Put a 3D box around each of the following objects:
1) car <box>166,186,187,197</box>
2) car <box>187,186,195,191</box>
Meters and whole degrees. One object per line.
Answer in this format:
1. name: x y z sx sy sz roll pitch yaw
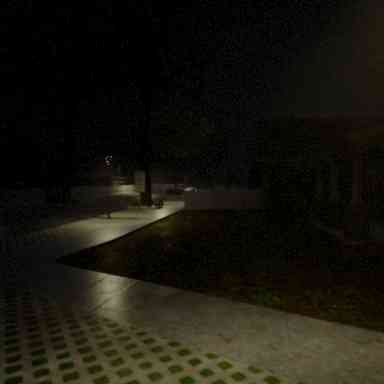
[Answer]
1. car: -2.483 -0.158 50.109 1.882 1.535 5.008 1 2 10
2. car: -0.549 -0.456 60.832 1.812 1.442 4.674 1 2 10
